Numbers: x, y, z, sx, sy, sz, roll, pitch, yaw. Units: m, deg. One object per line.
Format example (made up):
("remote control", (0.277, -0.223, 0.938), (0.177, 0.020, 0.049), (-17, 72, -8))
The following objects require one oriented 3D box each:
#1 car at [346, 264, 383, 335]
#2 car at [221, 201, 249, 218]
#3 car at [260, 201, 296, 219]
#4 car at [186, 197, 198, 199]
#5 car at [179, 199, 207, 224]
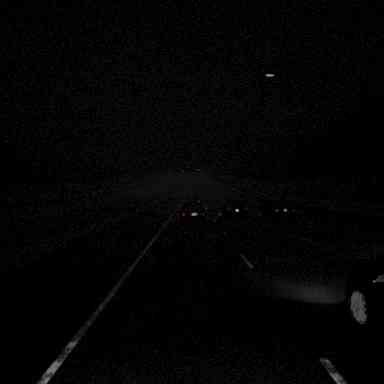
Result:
("car", (3.598, 1.489, 3.886), (1.837, 1.490, 4.892), (0, 0, 0))
("car", (3.585, 1.437, 28.408), (1.994, 1.385, 4.181), (0, 0, 0))
("car", (7.085, 1.426, 27.749), (2.033, 1.411, 5.357), (0, 0, 0))
("car", (0.079, 1.290, 42.515), (1.994, 1.385, 4.181), (0, 1, 0))
("car", (0.087, 1.455, 23.599), (2.033, 1.411, 5.357), (0, 0, 0))
